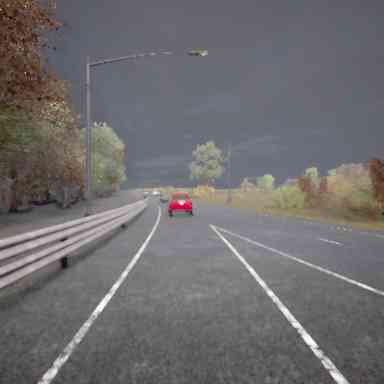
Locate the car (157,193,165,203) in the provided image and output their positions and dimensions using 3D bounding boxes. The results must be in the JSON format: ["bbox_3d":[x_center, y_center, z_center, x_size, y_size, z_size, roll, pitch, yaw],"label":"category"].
[{"bbox_3d":[-4.851,1.233,60.545,1.994,1.385,4.181,0,0,-9],"label":"car"}]

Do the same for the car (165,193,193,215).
[{"bbox_3d":[-1.165,1.087,31.786,2.150,2.045,5.566,0,0,-5],"label":"car"}]
